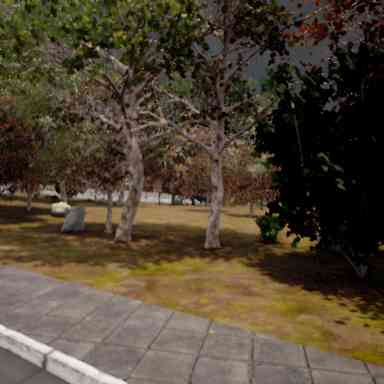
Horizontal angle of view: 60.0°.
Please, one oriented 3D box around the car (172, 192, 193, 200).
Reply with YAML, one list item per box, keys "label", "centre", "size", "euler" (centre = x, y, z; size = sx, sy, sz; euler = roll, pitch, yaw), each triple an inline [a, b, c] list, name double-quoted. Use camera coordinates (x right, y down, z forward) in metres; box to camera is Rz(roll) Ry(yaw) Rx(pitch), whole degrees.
- label: "car"
  centre: [-3.238, 0.938, 94.162]
  size: [2.435, 2.045, 5.566]
  euler: [6, 2, 41]
